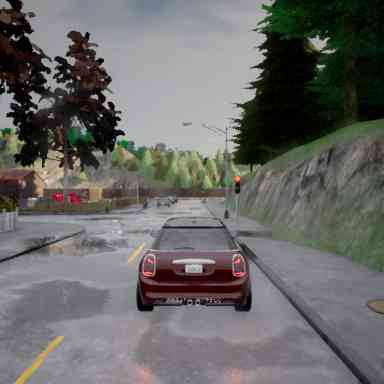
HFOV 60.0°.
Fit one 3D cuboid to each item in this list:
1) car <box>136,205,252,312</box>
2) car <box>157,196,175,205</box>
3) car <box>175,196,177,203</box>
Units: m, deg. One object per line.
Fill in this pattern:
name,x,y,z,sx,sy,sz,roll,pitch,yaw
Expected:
car,0.055,1.352,7.899,2.097,1.767,4.553,0,0,1
car,-4.086,1.491,49.068,2.128,1.511,4.902,0,0,0
car,-4.061,1.526,59.098,1.812,1.442,4.674,0,0,0
